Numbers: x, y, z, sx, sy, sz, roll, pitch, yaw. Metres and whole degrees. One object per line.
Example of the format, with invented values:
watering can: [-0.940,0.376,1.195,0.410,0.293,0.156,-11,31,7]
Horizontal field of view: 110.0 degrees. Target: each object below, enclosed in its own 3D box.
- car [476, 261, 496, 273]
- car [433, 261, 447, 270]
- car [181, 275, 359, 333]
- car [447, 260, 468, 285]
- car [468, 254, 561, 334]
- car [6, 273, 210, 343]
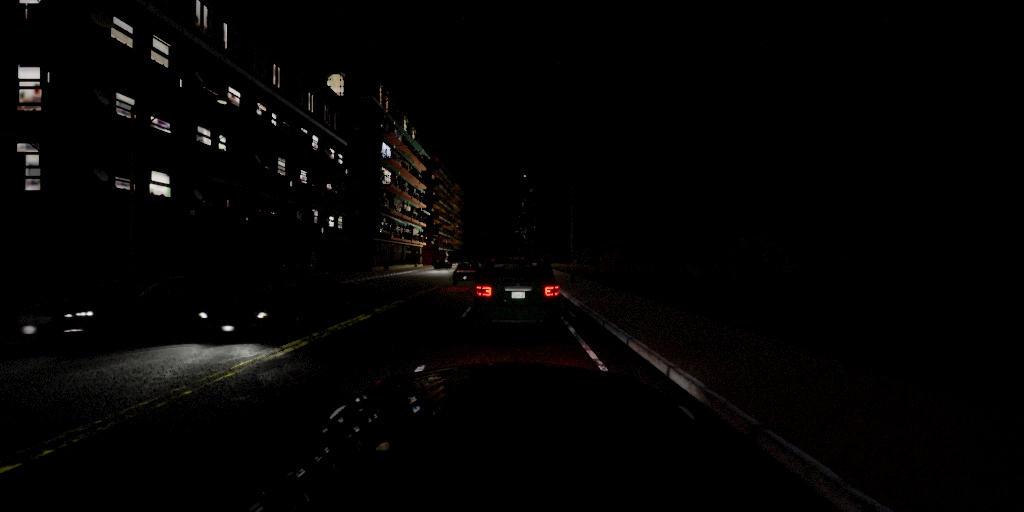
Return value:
car: [-3.139,1.301,44.638,2.033,1.411,5.357,0,0,0]
car: [-9.835,1.354,50.898,1.895,1.301,4.718,0,0,0]
car: [-6.602,1.299,10.993,2.033,1.411,5.357,0,0,0]
car: [-3.145,1.245,26.438,2.128,1.511,4.902,0,0,0]
car: [0.103,0.973,10.755,2.150,2.045,5.566,0,0,-1]
car: [-9.851,1.243,9.763,2.128,1.511,4.902,0,0,0]
